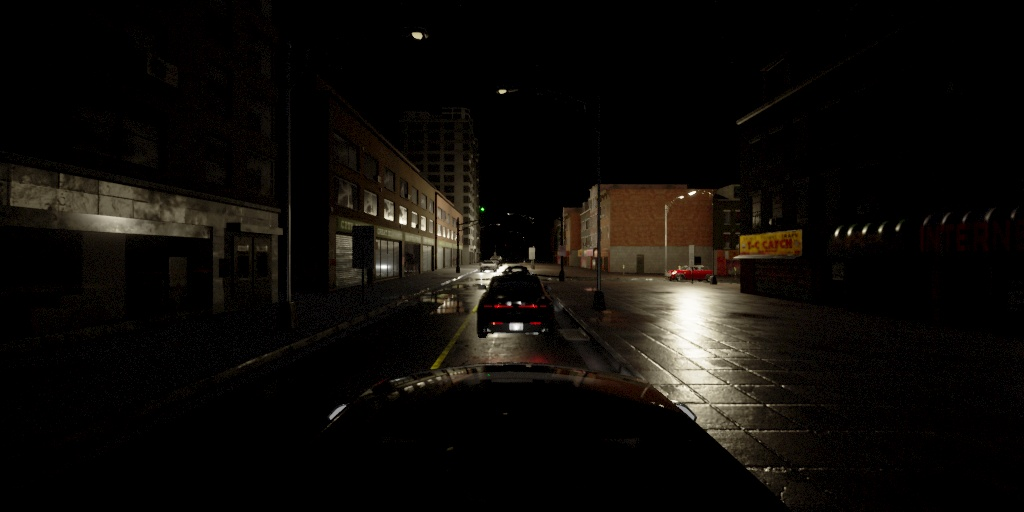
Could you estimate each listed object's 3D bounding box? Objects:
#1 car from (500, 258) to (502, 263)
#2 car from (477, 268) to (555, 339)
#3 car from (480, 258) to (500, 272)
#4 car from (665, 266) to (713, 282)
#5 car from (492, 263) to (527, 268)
[{"bbox_3d":[-2.899,1.347,54.879,1.895,1.301,4.718,0,0,0],"label":"car"},{"bbox_3d":[0.084,1.256,10.121,1.837,1.490,4.892,0,0,0],"label":"car"},{"bbox_3d":[-2.898,1.276,45.061,1.812,1.442,4.674,0,0,1],"label":"car"},{"bbox_3d":[16.328,1.575,33.109,4.097,1.591,1.967,0,0,0],"label":"car"},{"bbox_3d":[0.296,1.298,21.937,2.033,1.411,5.357,0,0,5],"label":"car"}]
